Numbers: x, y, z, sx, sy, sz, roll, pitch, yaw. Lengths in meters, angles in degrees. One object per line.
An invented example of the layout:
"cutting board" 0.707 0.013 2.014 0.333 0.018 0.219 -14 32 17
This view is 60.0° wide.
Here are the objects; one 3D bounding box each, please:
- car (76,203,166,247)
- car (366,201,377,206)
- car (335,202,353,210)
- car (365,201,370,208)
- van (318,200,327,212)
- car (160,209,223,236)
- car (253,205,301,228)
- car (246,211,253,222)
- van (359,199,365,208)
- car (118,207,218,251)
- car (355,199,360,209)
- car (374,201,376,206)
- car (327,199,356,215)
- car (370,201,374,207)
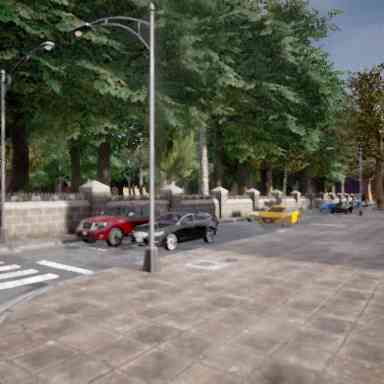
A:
"car" -3.089 1.468 16.189 2.192 1.841 5.009 -1 -1 36
"car" 44.308 2.827 82.003 1.802 1.307 4.206 -1 -1 36
"car" 25.583 2.330 55.972 2.008 1.369 4.403 -1 -1 36
"car" 35.041 2.535 69.096 1.752 1.417 4.829 -1 -1 36
"van" 19.211 1.972 47.134 1.690 1.788 3.998 -1 -1 36
"car" 0.097 1.798 20.605 1.802 1.307 4.206 -1 -1 36
"car" 6.850 1.792 25.618 1.882 1.535 5.008 0 0 36
"car" 6.369 1.872 29.310 1.752 1.417 4.829 -1 -1 36
"van" 31.955 2.274 64.817 1.690 1.788 3.998 -1 -1 36
"car" -0.665 1.653 15.194 2.128 1.511 4.902 0 -1 36
"car" 28.769 2.421 60.392 1.947 1.339 4.313 -1 -1 36
"car" 41.235 2.717 77.706 2.008 1.369 4.403 -1 -1 36
"car" 19.242 2.064 42.650 1.882 1.535 5.008 0 -1 36
"car" 38.326 2.658 73.654 1.947 1.339 4.313 -1 -1 36
